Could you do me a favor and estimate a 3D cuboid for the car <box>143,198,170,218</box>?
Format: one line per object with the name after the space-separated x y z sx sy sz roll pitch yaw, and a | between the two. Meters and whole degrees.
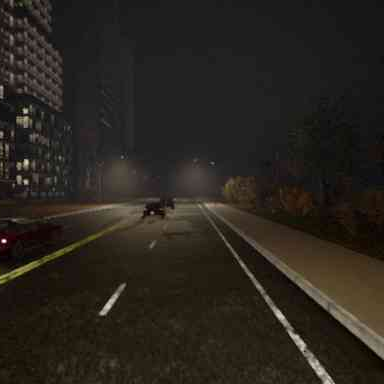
-3.319 1.569 30.029 1.812 1.442 4.674 0 0 0 | car

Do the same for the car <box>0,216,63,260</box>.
-6.667 1.628 12.647 1.895 1.301 4.718 0 0 0 | car

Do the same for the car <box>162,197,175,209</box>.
-3.412 1.415 45.509 2.097 1.767 4.553 0 0 0 | car
